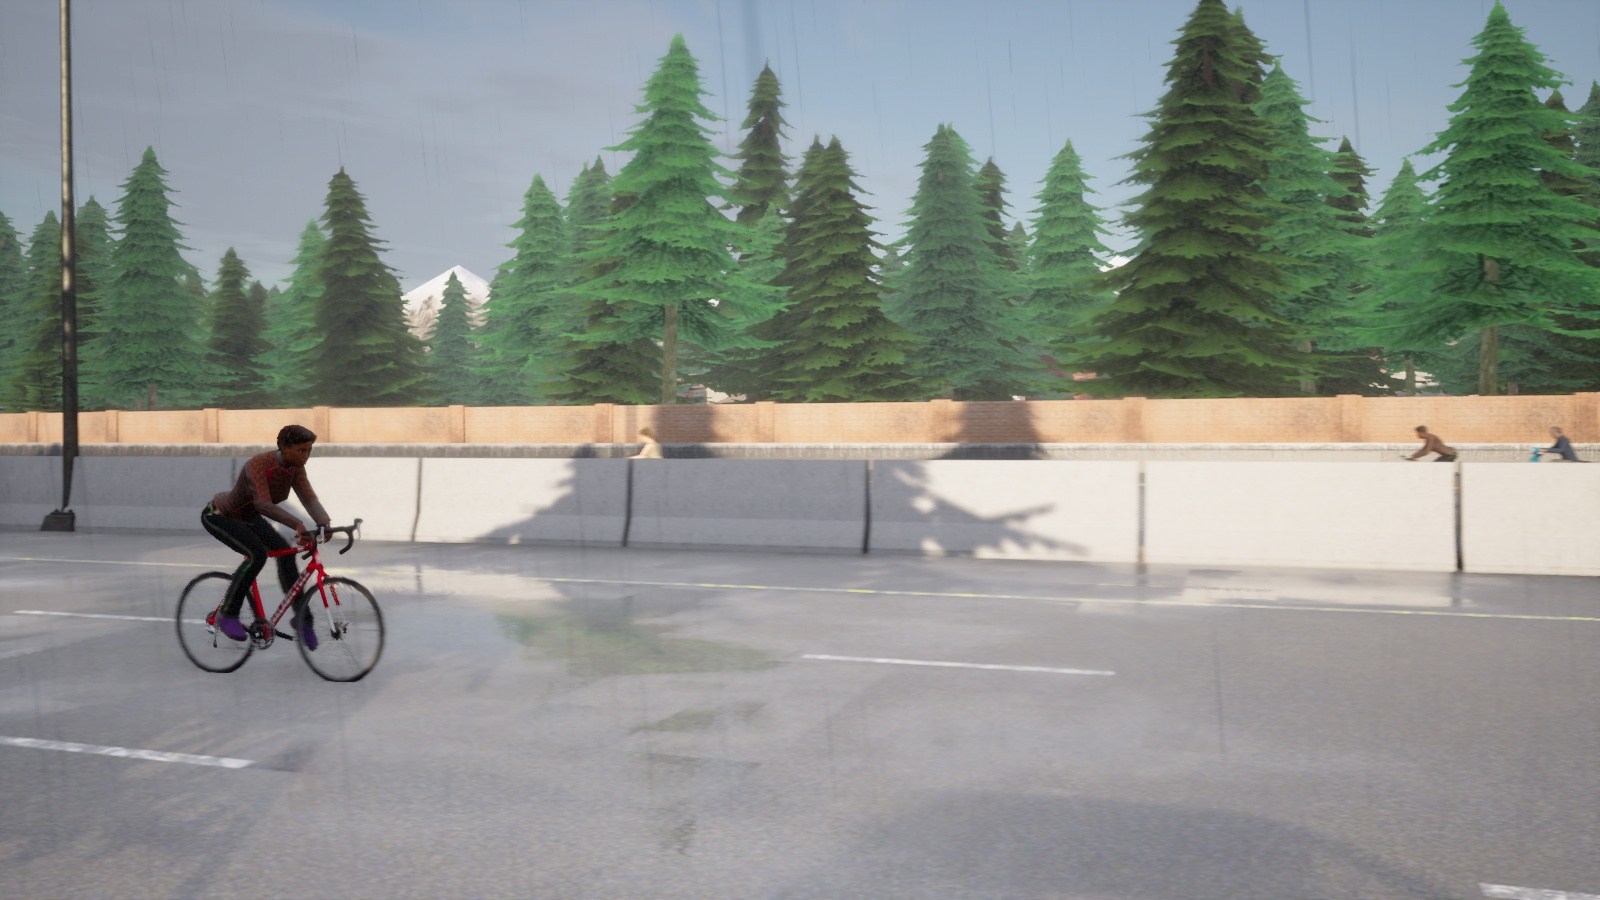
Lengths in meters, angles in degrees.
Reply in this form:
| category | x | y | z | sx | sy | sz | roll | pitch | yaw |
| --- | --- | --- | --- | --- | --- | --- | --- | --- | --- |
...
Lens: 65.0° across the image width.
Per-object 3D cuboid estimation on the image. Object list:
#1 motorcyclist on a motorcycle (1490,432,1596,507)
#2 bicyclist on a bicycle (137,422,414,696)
| category | x | y | z | sx | sy | sz | roll | pitch | yaw |
| --- | --- | --- | --- | --- | --- | --- | --- | --- | --- |
| motorcyclist on a motorcycle | 16.127 | 0.403 | 27.307 | 1.817 | 1.590 | 0.866 | 0 | 1 | 19 |
| bicyclist on a bicycle | -3.345 | 0.639 | 8.011 | 1.656 | 1.620 | 0.582 | 1 | 1 | 19 |
